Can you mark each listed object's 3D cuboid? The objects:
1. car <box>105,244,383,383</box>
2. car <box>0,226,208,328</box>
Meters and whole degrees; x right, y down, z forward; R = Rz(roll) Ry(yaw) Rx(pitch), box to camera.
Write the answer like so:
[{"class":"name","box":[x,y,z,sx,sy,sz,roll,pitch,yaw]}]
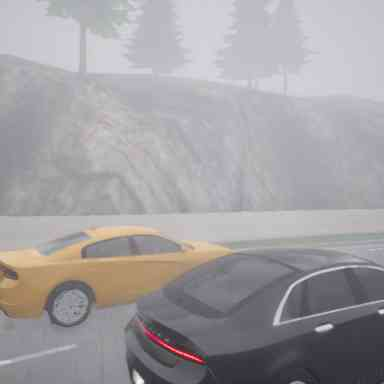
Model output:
[{"class":"car","box":[1.598,1.501,4.306,4.892,1.490,1.837,0,0,-30]},{"class":"car","box":[-1.241,1.456,6.963,5.008,1.535,1.882,0,0,-32]}]
